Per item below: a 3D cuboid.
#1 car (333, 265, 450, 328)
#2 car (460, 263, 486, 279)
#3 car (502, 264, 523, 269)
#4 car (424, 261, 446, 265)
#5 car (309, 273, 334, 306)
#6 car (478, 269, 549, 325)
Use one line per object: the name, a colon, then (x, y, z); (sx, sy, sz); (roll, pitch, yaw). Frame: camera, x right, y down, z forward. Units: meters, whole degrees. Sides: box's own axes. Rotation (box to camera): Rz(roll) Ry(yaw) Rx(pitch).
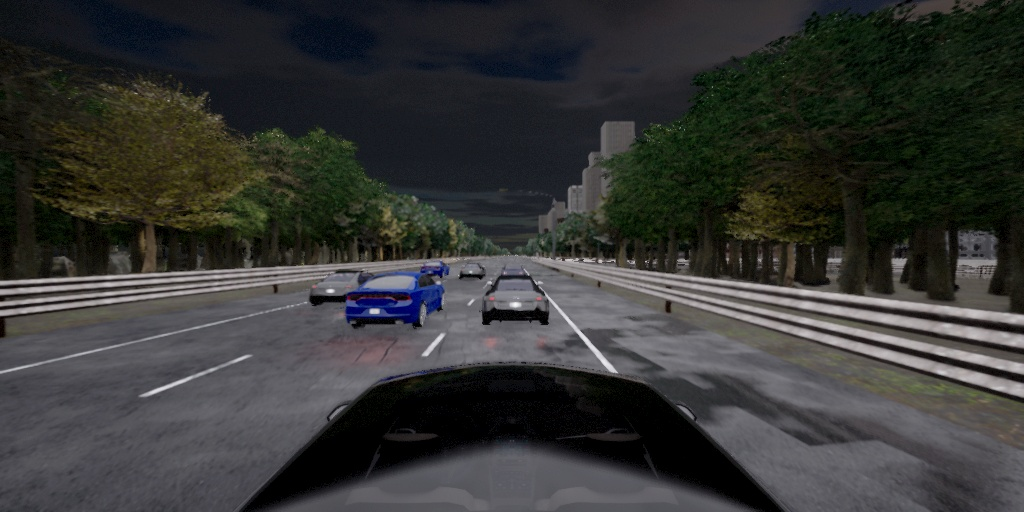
car: (-3.402, 1.221, 11.349); (1.882, 1.535, 5.008); (0, 0, 0)
car: (-3.402, 1.274, 31.610); (1.994, 1.385, 4.181); (0, 0, 0)
car: (0.096, 1.316, 29.593); (1.895, 1.301, 4.718); (0, 0, 0)
car: (-6.903, 1.183, 32.635); (1.882, 1.535, 5.008); (0, 0, 0)
car: (-6.902, 1.304, 15.638); (1.994, 1.385, 4.181); (0, 0, 0)
car: (0.098, 1.307, 11.842); (1.994, 1.385, 4.181); (0, 0, 0)
